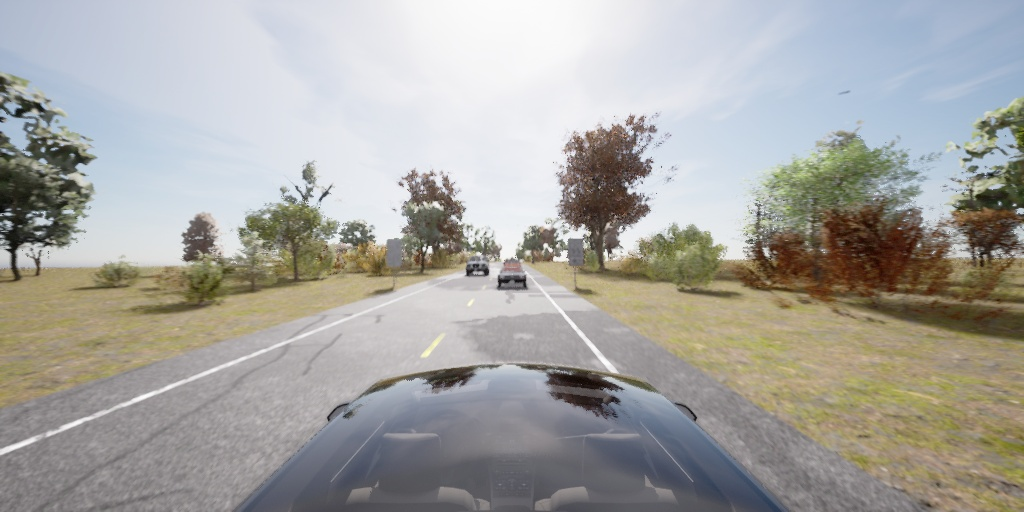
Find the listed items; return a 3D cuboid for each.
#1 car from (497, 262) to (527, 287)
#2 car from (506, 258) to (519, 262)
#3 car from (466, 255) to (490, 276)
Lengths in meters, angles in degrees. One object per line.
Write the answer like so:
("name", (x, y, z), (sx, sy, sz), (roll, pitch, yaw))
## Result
("car", (0.021, 1.319, 24.209), (1.895, 1.301, 4.718), (0, 0, 0))
("car", (0.059, 1.070, 39.571), (2.097, 1.767, 4.553), (0, 0, 0))
("car", (-3.508, 0.943, 37.594), (2.150, 2.045, 5.566), (0, 0, 0))
